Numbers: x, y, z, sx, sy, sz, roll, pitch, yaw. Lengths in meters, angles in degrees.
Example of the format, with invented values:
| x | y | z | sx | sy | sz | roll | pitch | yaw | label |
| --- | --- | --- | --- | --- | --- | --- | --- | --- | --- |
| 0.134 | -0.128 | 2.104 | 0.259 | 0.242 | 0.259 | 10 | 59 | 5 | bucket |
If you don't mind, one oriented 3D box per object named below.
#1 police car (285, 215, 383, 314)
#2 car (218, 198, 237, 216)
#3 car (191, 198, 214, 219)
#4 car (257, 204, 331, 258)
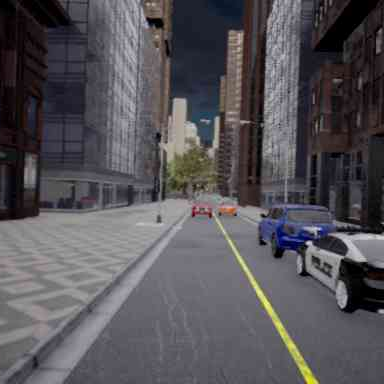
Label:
| x | y | z | sx | sy | sz | roll | pitch | yaw | label |
| --- | --- | --- | --- | --- | --- | --- | --- | --- | --- |
| 4.056 | 1.674 | 8.341 | 1.930 | 1.638 | 5.238 | 2 | -1 | 2 | police car |
| 4.333 | 1.992 | 41.226 | 2.097 | 1.767 | 4.553 | 2 | -1 | 2 | car |
| 1.089 | 1.684 | 35.732 | 2.150 | 2.045 | 5.566 | 2 | -1 | 2 | car |
| 4.264 | 1.552 | 14.258 | 2.150 | 2.045 | 5.566 | 2 | -1 | 2 | car |
